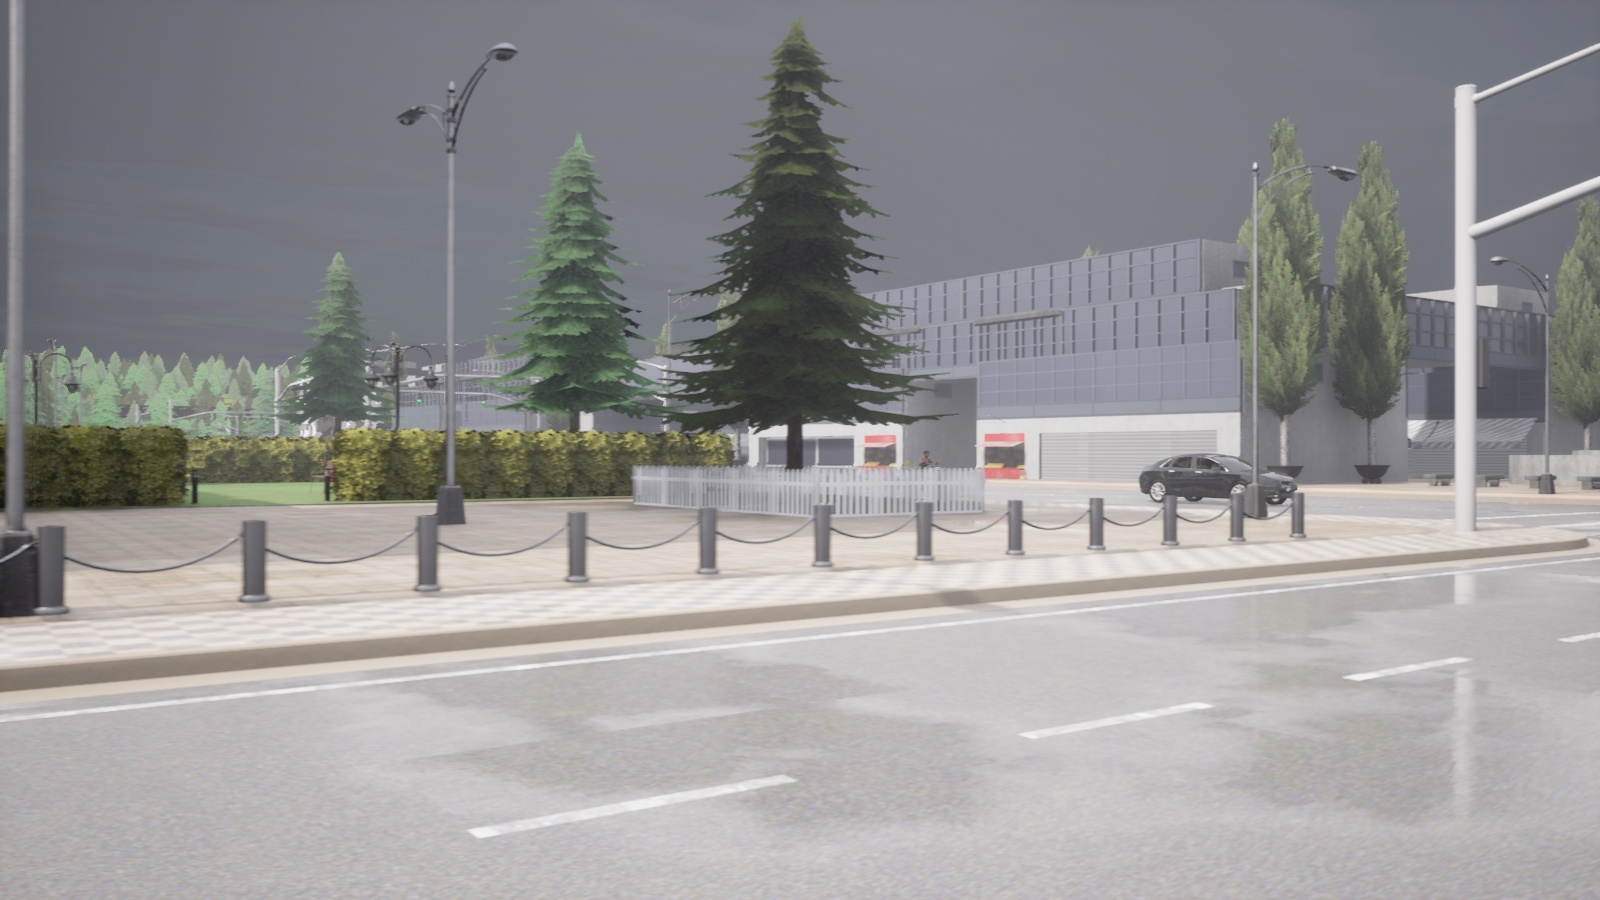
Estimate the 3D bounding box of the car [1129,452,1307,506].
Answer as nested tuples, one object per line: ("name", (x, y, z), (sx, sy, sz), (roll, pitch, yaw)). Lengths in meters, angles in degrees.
("car", (12.315, 0.815, 37.333), (1.837, 1.490, 4.892), (0, 0, -35))
